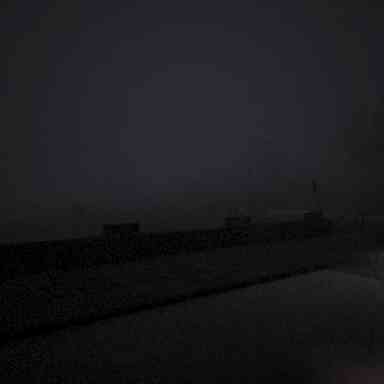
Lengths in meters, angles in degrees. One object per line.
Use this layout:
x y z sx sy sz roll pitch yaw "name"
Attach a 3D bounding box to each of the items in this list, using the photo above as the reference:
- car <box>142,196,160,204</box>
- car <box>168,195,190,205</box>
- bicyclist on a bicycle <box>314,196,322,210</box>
-8.175 1.464 65.455 1.882 1.535 5.008 0 0 -36 "car"
-2.302 1.339 57.303 2.097 1.767 4.553 0 0 -35 "car"
15.190 1.334 40.104 1.656 1.620 0.582 0 0 -36 "bicyclist on a bicycle"
